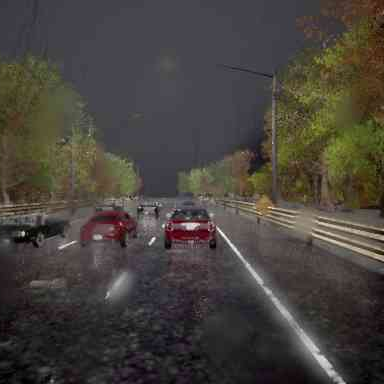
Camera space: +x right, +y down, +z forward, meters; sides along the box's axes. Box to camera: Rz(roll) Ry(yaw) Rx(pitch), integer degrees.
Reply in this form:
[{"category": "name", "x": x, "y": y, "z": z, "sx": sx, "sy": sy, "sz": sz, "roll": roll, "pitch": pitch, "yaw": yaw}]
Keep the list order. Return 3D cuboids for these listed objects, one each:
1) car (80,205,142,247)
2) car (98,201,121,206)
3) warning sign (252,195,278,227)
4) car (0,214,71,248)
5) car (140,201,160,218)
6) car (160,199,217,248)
[{"category": "car", "x": -3.576, "y": 1.546, "z": 14.869, "sx": 1.812, "sy": 1.442, "sz": 4.674, "roll": 0, "pitch": 0, "yaw": -1}, {"category": "car", "x": -7.299, "y": 1.537, "z": 29.852, "sx": 2.128, "sy": 1.511, "sz": 4.902, "roll": 0, "pitch": 0, "yaw": -1}, {"category": "warning sign", "x": 4.402, "y": 1.137, "z": 20.184, "sx": 1.300, "sy": 1.860, "sz": 1.060, "roll": -1, "pitch": -1, "yaw": -1}, {"category": "car", "x": -7.076, "y": 1.628, "z": 14.864, "sx": 1.895, "sy": 1.301, "sz": 4.718, "roll": 0, "pitch": 0, "yaw": -1}, {"category": "car", "x": -3.800, "y": 1.538, "z": 29.921, "sx": 2.128, "sy": 1.511, "sz": 4.902, "roll": 0, "pitch": 0, "yaw": -1}, {"category": "car", "x": -0.076, "y": 1.379, "z": 14.874, "sx": 2.097, "sy": 1.767, "sz": 4.553, "roll": 0, "pitch": 0, "yaw": -1}]
